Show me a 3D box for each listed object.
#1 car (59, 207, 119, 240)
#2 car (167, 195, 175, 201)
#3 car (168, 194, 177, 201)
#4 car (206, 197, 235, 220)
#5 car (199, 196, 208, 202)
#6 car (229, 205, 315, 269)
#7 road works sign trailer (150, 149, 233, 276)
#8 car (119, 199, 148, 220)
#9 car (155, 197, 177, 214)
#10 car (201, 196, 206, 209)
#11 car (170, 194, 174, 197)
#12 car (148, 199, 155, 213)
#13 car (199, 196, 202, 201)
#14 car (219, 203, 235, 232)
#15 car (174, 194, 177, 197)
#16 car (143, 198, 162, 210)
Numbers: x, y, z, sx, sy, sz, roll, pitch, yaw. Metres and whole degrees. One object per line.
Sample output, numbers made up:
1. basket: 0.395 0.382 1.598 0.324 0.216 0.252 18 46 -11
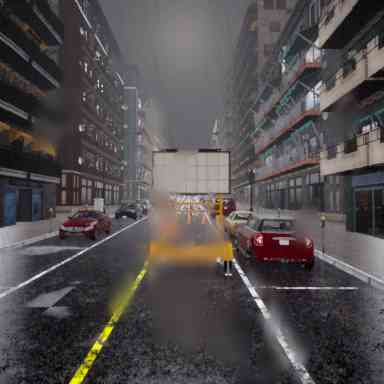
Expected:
1. car: -5.285 1.593 16.970 1.802 1.307 4.206 2 0 0
2. car: -5.259 1.594 84.773 1.752 1.417 4.829 2 0 0
3. car: -5.250 1.391 90.609 2.192 1.841 5.009 2 0 0
4. car: 2.607 1.334 28.291 2.192 1.841 5.009 2 0 0
5. car: 2.618 1.613 79.271 2.008 1.369 4.403 2 0 0
6. car: 2.597 1.448 11.298 1.967 1.590 4.097 2 0 0
7. road works sign trailer: -0.019 0.471 10.373 2.380 3.560 2.880 0 0 0
8. car: -5.281 1.585 28.299 1.947 1.339 4.313 2 0 0
9. car: -2.738 1.550 35.792 1.812 1.442 4.674 0 0 0
10. car: 2.607 1.558 45.455 1.752 1.417 4.829 2 0 0
11. car: -5.266 1.595 67.952 1.887 1.381 4.507 2 0 0
12. car: -5.274 1.464 33.964 1.967 1.590 4.097 2 0 0
13. car: 2.609 1.607 56.614 1.947 1.339 4.313 2 0 0
14. car: 2.596 1.537 17.132 1.752 1.417 4.829 2 0 0
15. car: -5.261 1.588 79.109 1.752 1.417 4.829 2 0 0
16. car: -5.274 1.583 45.293 2.008 1.369 4.403 2 0 0
